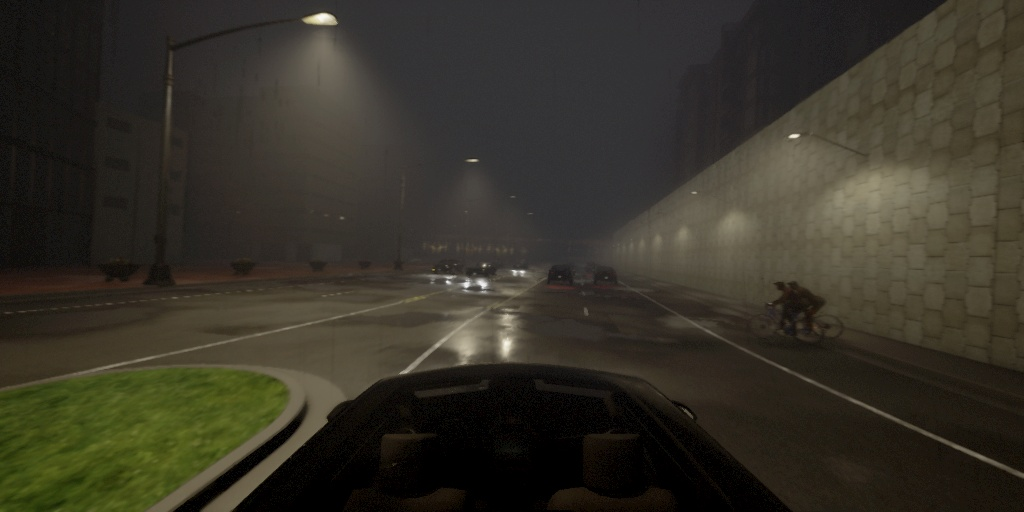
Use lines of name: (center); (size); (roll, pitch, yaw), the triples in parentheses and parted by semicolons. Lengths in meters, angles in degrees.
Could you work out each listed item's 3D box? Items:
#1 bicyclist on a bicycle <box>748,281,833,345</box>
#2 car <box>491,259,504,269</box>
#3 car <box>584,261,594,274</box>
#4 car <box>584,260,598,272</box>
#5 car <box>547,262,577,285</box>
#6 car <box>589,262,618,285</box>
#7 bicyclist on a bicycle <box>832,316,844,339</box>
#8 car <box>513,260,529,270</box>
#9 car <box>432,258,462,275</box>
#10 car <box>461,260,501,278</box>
bicyclist on a bicycle: (7.351, 1.507, 9.628); (1.656, 1.620, 0.582); (4, -1, 30)
car: (-2.504, 1.175, 52.123); (1.994, 1.385, 4.181); (3, 0, 11)
car: (11.397, 1.718, 50.199); (1.882, 1.535, 5.008); (3, 0, 11)
car: (13.287, 1.676, 60.334); (2.097, 1.767, 4.553); (3, 0, 11)
car: (3.887, 1.390, 28.318); (1.882, 1.535, 5.008); (3, 0, 10)
car: (7.849, 1.568, 30.528); (1.882, 1.535, 5.008); (3, 0, 10)
bicyclist on a bicycle: (8.059, 1.496, 9.951); (1.656, 1.620, 0.582); (-5, 4, 38)
car: (1.359, 1.278, 53.691); (2.128, 1.511, 4.902); (3, 0, 11)
car: (-5.927, 0.972, 33.956); (1.837, 1.490, 4.892); (3, 0, 11)
car: (-2.705, 1.213, 32.215); (1.895, 1.301, 4.718); (3, 0, 11)
